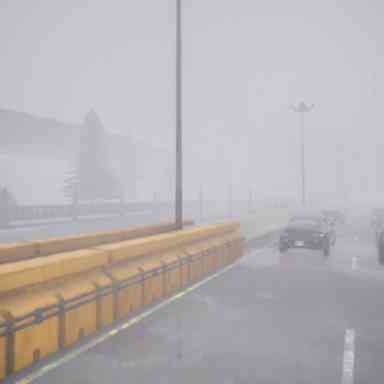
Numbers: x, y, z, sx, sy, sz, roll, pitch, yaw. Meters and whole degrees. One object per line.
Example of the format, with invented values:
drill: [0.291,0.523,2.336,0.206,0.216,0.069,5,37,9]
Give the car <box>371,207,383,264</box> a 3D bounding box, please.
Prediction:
car: [7.799,1.475,11.951,2.097,1.767,4.553,0,-1,27]

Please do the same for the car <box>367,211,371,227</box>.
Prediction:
car: [14.072,1.803,24.563,2.033,1.411,5.357,0,-1,27]

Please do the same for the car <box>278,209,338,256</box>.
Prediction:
car: [4.879,1.674,13.934,1.812,1.442,4.674,0,0,27]

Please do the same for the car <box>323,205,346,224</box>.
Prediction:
car: [11.576,1.814,27.358,1.812,1.442,4.674,0,0,27]
